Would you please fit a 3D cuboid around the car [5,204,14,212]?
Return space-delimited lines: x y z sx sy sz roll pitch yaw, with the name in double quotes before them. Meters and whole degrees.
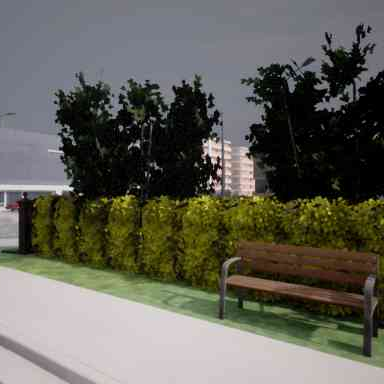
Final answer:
"car" -18.648 1.553 38.243 1.895 1.301 4.718 0 0 35

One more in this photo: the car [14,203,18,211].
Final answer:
"car" -16.058 1.553 35.854 1.895 1.301 4.718 0 0 36

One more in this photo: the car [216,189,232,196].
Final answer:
"car" 5.911 0.453 66.994 2.150 2.045 5.566 0 1 36
